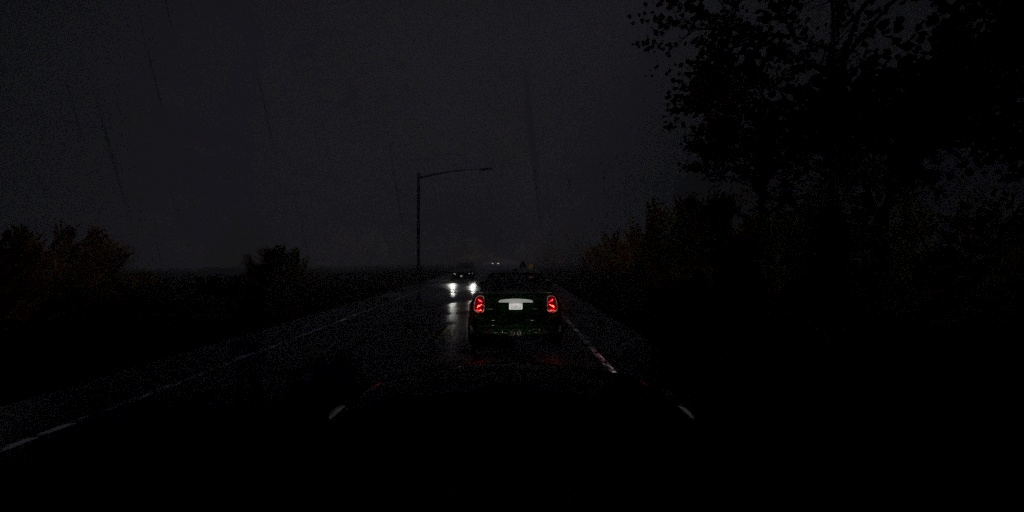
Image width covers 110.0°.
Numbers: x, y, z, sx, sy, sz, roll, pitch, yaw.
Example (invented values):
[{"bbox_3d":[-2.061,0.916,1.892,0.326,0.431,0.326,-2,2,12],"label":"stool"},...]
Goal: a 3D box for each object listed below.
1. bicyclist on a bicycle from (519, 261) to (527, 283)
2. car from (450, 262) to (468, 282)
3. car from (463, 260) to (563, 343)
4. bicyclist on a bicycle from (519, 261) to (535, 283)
[{"bbox_3d":[0.843,1.193,27.256,0.582,1.620,1.656,0,0,0],"label":"bicyclist on a bicycle"},{"bbox_3d":[-3.734,1.245,28.752,1.837,1.490,4.892,0,0,0],"label":"car"},{"bbox_3d":[0.073,1.099,9.795,2.097,1.767,4.553,0,0,0],"label":"car"},{"bbox_3d":[0.905,1.181,17.139,0.866,1.612,1.509,0,0,0],"label":"bicyclist on a bicycle"}]
